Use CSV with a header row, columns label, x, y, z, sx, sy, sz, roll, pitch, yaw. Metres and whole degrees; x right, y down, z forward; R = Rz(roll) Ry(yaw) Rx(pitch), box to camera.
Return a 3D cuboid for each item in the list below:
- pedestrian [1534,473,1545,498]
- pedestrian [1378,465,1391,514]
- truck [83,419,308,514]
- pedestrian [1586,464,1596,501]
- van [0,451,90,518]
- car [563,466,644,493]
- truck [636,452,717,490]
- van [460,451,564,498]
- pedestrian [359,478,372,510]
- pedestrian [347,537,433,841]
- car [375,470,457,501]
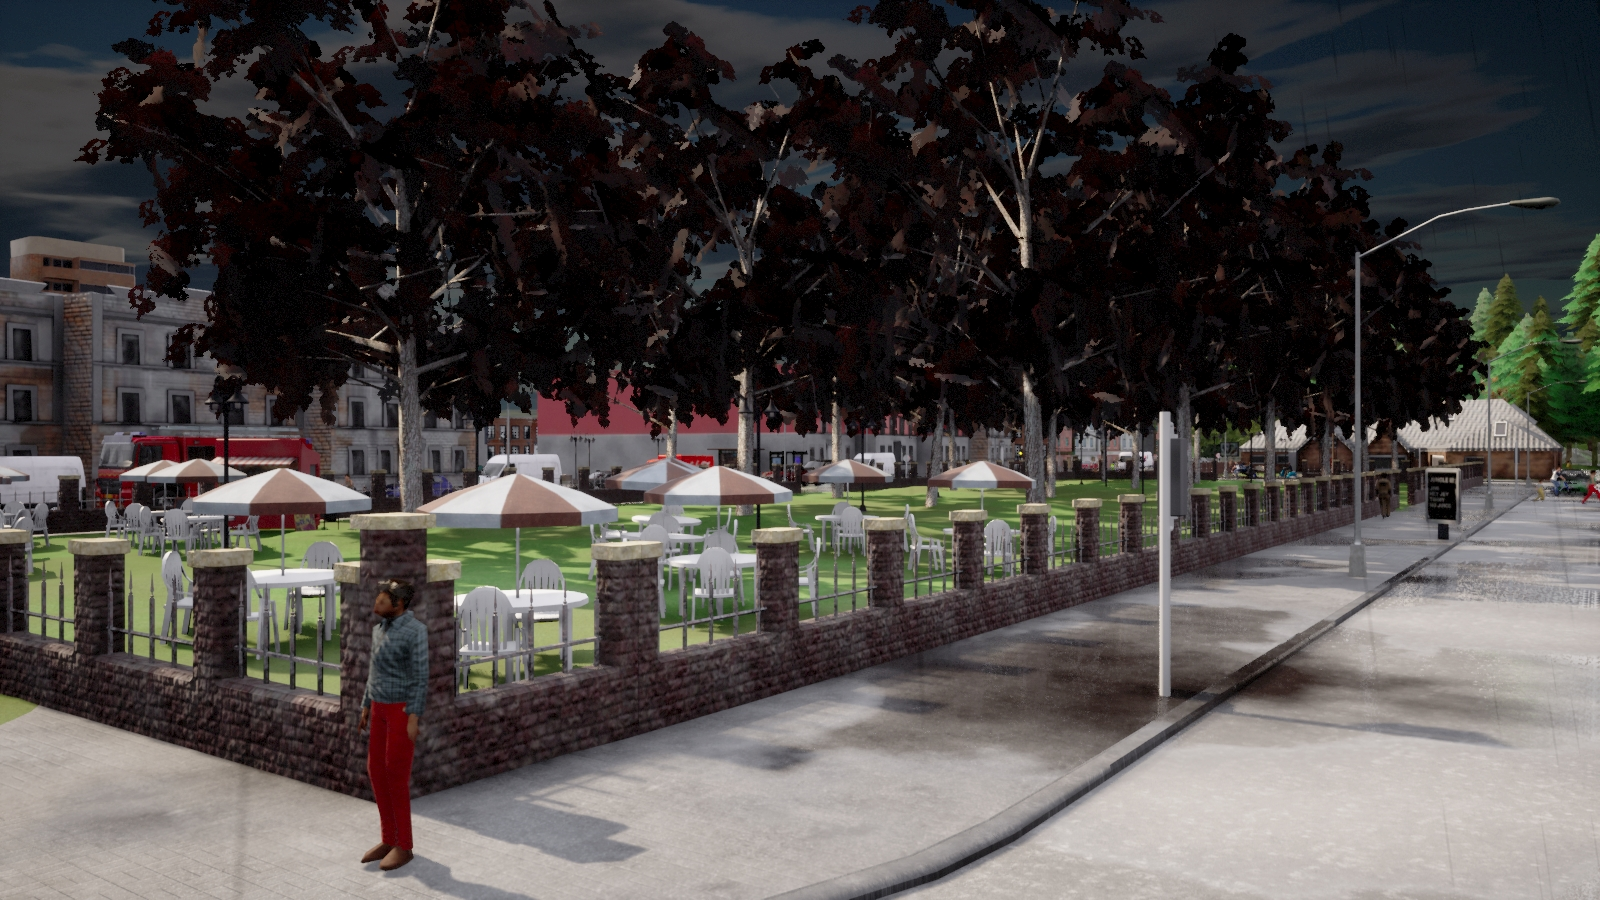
label,x,y,z,sx,sy,sz,roll,pitch,yaw
pedestrian,39.715,1.908,61.346,0.375,1.300,0.375,0,0,-33
pedestrian,22.442,1.525,43.873,0.375,1.860,0.375,0,0,35
truck,-26.598,0.670,50.778,2.891,3.827,8.468,0,0,35
pedestrian,40.098,1.628,57.909,0.375,1.860,0.375,0,0,31
van,-31.021,1.314,44.007,1.988,2.561,5.915,0,0,35
car,-12.166,1.814,71.050,2.097,1.535,5.006,0,0,35
truck,-8.233,1.348,76.671,2.627,2.467,5.204,0,0,35
van,-16.329,1.314,65.083,1.988,2.561,5.915,0,0,35
pedestrian,-18.008,1.805,47.338,0.375,1.300,0.375,0,0,35
pedestrian,-2.655,1.517,7.406,0.375,1.860,0.375,0,0,36
car,-20.045,1.818,59.739,1.845,1.501,3.633,0,0,35
